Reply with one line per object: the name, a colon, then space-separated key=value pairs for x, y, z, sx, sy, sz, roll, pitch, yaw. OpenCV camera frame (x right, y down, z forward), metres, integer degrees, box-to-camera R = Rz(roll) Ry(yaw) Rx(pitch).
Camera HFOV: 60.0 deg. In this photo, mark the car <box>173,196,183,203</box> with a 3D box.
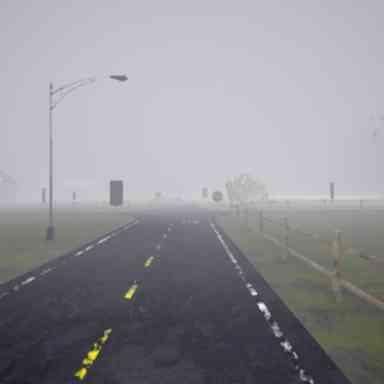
car: x=-2.960 y=1.596 z=71.156 sx=1.994 sy=1.385 sz=4.181 roll=0 pitch=0 yaw=-2
